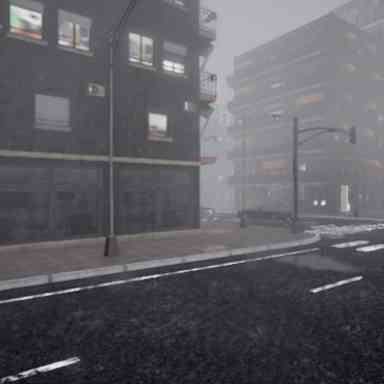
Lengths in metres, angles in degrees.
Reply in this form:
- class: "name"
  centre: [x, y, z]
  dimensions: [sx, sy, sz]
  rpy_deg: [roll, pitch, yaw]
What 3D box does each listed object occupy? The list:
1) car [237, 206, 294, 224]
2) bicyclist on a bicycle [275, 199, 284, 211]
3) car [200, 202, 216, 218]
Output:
- class: "car"
  centre: [6.042, 1.819, 27.313]
  dimensions: [1.895, 1.301, 4.718]
  rpy_deg: [0, -1, -39]
- class: "bicyclist on a bicycle"
  centre: [9.704, 1.554, 37.058]
  dimensions: [1.656, 1.620, 0.582]
  rpy_deg: [-1, 0, -36]
- class: "car"
  centre: [0.469, 1.833, 34.891]
  dimensions: [2.128, 1.511, 4.902]
  rpy_deg: [0, -1, -36]
